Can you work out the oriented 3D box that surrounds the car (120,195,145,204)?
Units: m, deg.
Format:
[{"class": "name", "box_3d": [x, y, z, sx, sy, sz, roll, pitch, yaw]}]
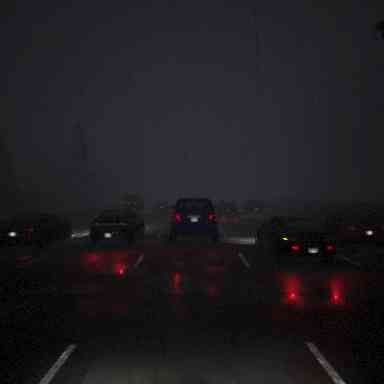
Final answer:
[{"class": "car", "box_3d": [-6.906, 1.329, 38.996, 2.150, 2.045, 5.566, 0, 0, 0]}]

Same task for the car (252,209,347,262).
[{"class": "car", "box_3d": [3.600, 1.559, 12.168, 1.812, 1.442, 4.674, 0, 0, 0]}]

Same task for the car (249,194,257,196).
[{"class": "car", "box_3d": [15.910, 1.460, 90.203, 3.866, 1.878, 1.905, 0, 0, 0]}]

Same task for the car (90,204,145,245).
[{"class": "car", "box_3d": [-3.402, 1.536, 15.894, 2.128, 1.511, 4.902, 0, 0, 0]}]

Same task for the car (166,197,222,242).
[{"class": "car", "box_3d": [0.097, 1.268, 16.709, 2.150, 2.045, 5.566, 0, 0, 0]}]

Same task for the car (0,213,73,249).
[{"class": "car", "box_3d": [-6.901, 1.605, 14.846, 1.994, 1.385, 4.181, 0, 0, 0]}]

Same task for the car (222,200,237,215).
[{"class": "car", "box_3d": [3.595, 1.588, 34.882, 2.128, 1.511, 4.902, 0, 0, 0]}]

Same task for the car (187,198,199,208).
[{"class": "car", "box_3d": [0.097, 1.668, 51.935, 1.812, 1.442, 4.674, 0, 0, 0]}]

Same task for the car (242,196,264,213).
[{"class": "car", "box_3d": [7.097, 1.613, 38.940, 1.837, 1.490, 4.892, 0, 0, 0]}]

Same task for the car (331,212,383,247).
[{"class": "car", "box_3d": [7.098, 1.607, 15.296, 1.994, 1.385, 4.181, 0, 0, 0]}]

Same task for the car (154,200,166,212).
[{"class": "car", "box_3d": [-3.406, 1.672, 39.513, 1.994, 1.385, 4.181, 0, 0, 0]}]
